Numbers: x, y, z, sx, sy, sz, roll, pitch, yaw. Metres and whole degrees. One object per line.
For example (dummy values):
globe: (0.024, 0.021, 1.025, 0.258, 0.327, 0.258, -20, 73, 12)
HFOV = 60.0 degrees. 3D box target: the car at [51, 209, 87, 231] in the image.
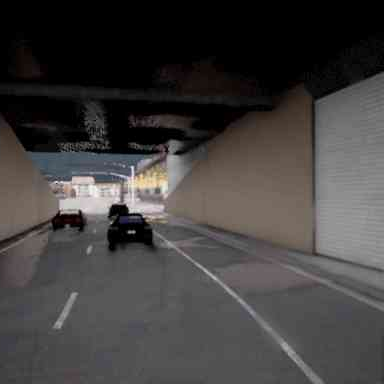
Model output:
car: (-8.273, 1.822, 22.778, 1.895, 1.301, 4.718, 0, 0, -14)

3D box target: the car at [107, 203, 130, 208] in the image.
car: (-7.084, 1.799, 32.186, 1.837, 1.490, 4.892, 0, -1, -14)

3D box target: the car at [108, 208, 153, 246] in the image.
car: (-3.055, 1.711, 16.203, 1.994, 1.385, 4.181, 0, 0, -13)
